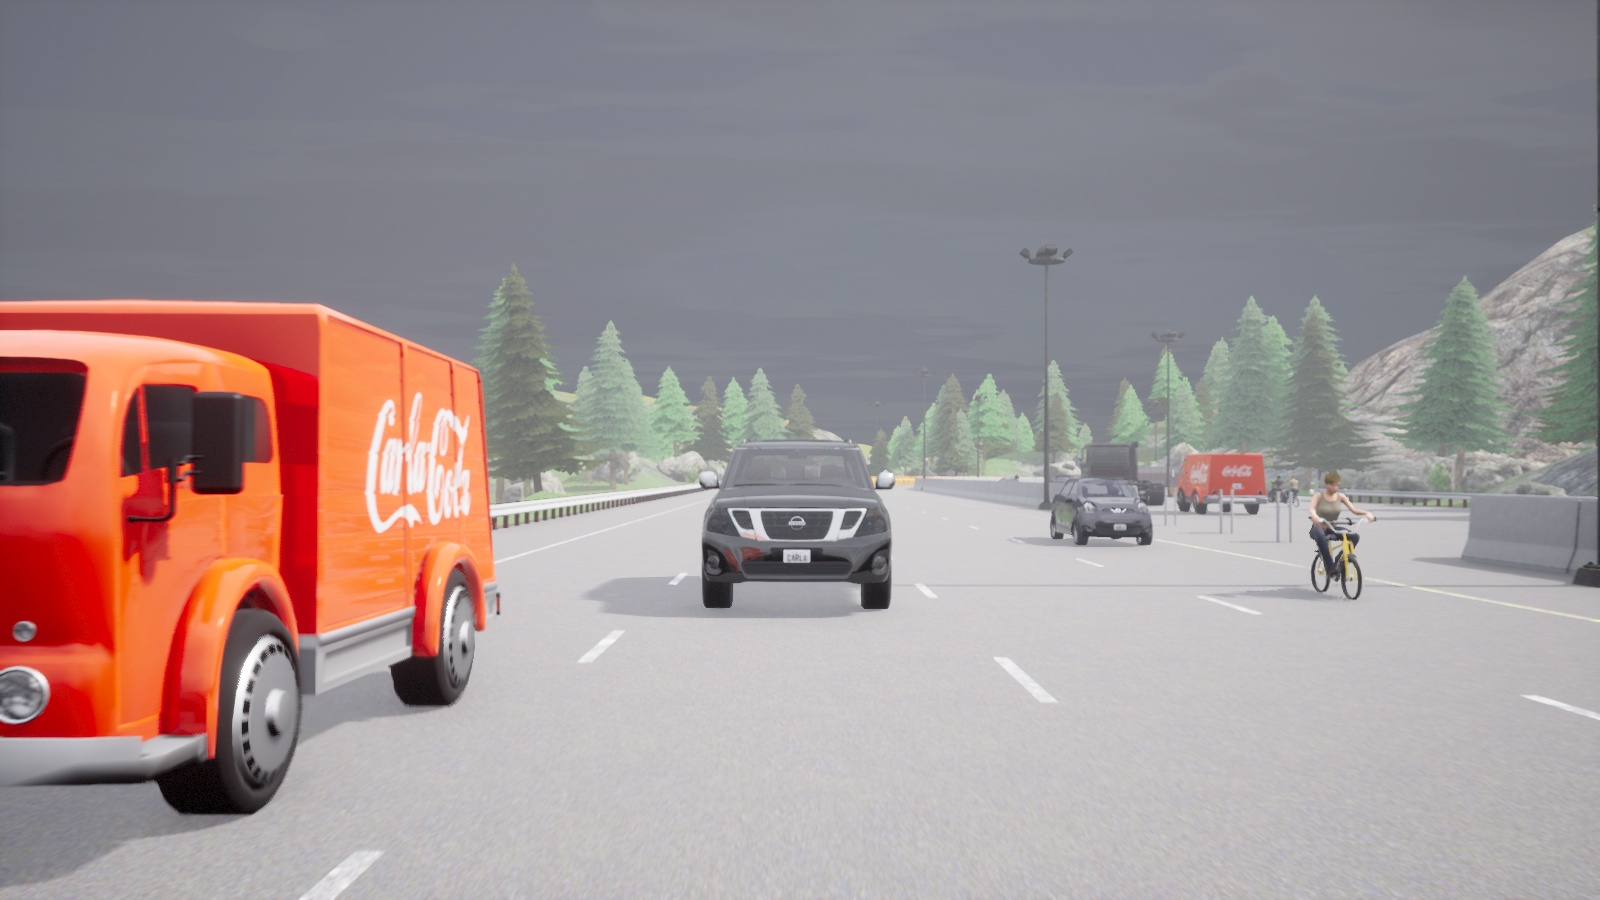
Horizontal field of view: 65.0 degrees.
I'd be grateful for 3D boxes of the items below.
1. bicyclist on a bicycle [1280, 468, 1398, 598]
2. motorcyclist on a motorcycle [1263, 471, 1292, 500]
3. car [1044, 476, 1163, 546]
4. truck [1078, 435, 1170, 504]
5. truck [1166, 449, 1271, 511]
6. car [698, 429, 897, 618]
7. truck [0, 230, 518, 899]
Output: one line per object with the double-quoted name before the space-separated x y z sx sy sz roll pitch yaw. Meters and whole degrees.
"bicyclist on a bicycle" 6.964 1.040 16.311 0.866 1.612 1.509 0 -1 0
"motorcyclist on a motorcycle" 27.817 2.062 73.191 0.766 1.649 2.350 0 -1 0
"car" 6.929 1.361 28.987 1.845 1.501 3.633 0 -1 0
"truck" 17.328 1.066 67.696 2.891 3.462 7.936 0 -1 0
"truck" 17.369 1.265 52.475 2.627 2.467 5.204 0 -1 0
"car" -0.029 0.853 16.400 2.150 2.045 5.566 0 -1 0
"truck" -3.520 0.490 7.226 2.627 2.467 5.204 0 -1 0
